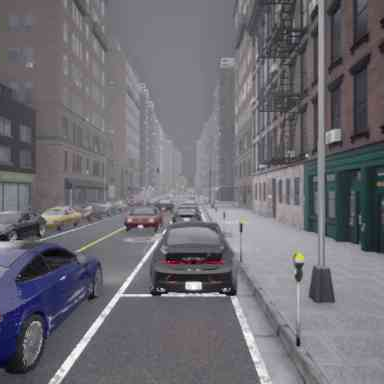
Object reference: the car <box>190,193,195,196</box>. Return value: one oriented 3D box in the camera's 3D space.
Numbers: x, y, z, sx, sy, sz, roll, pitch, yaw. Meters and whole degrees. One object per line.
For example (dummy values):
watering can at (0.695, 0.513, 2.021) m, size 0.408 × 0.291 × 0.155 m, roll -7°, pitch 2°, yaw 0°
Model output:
car at (-0.009, 1.436, 90.656) m, size 1.967 × 1.590 × 4.097 m, roll 0°, pitch 0°, yaw 0°

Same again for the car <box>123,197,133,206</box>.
car at (-8.252, 1.571, 37.046) m, size 2.008 × 1.369 × 4.403 m, roll 0°, pitch 0°, yaw 0°

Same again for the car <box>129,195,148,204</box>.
car at (-8.208, 1.333, 47.871) m, size 2.192 × 1.841 × 5.009 m, roll 0°, pitch 0°, yaw 0°

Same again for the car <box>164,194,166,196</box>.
car at (-8.078, 1.555, 79.788) m, size 1.887 × 1.381 × 4.507 m, roll 0°, pitch 0°, yaw 0°

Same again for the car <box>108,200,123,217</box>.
car at (-8.274, 1.572, 31.633) m, size 2.008 × 1.369 × 4.403 m, roll 0°, pitch 0°, yaw 0°

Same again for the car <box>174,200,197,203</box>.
car at (-0.270, 1.577, 26.178) m, size 1.947 × 1.339 × 4.313 m, roll 0°, pitch 0°, yaw 0°

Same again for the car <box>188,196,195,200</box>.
car at (-0.226, 1.536, 37.174) m, size 1.752 × 1.417 × 4.829 m, roll 0°, pitch 0°, yaw 0°

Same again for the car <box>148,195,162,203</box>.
car at (-5.569, 1.520, 48.260) m, size 1.882 × 1.535 × 5.008 m, roll 0°, pitch 0°, yaw 0°

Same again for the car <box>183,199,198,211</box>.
car at (-0.205, 1.592, 42.417) m, size 1.802 × 1.307 × 4.206 m, roll 0°, pitch 0°, yaw 0°

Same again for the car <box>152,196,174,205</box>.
car at (-2.872, 1.492, 36.000) m, size 1.882 × 1.535 × 5.008 m, roll 0°, pitch 0°, yaw 0°

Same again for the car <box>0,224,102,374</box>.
car at (-2.894, 1.531, 5.486) m, size 1.812 × 1.442 × 4.674 m, roll 0°, pitch 0°, yaw 0°

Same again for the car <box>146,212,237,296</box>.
car at (0.041, 1.508, 8.642) m, size 1.837 × 1.490 × 4.892 m, roll 0°, pitch 0°, yaw 0°

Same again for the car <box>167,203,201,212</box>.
car at (-0.293, 1.575, 20.765) m, size 1.947 × 1.339 × 4.313 m, roll 0°, pitch 0°, yaw 0°

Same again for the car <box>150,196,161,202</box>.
car at (-8.100, 1.564, 74.334) m, size 2.008 × 1.369 × 4.403 m, roll 0°, pitch 0°, yaw 0°

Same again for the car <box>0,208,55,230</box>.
car at (-8.340, 1.583, 15.394) m, size 1.947 × 1.339 × 4.313 m, roll 0°, pitch 0°, yaw 0°

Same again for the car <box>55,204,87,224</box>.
car at (-8.318, 1.544, 20.637) m, size 1.752 × 1.417 × 4.829 m, roll 0°, pitch 0°, yaw 0°

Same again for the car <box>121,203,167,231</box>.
car at (-2.832, 1.613, 20.667) m, size 1.895 × 1.301 × 4.718 m, roll 0°, pitch 0°, yaw 0°

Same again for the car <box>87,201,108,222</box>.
car at (-8.296, 1.603, 26.220) m, size 1.802 × 1.307 × 4.206 m, roll 0°, pitch 0°, yaw 0°
